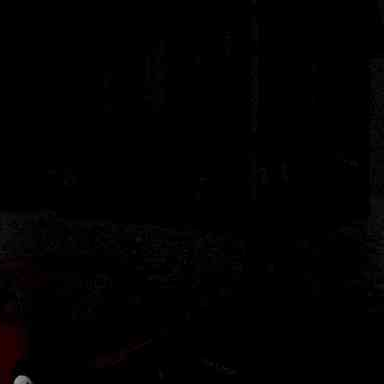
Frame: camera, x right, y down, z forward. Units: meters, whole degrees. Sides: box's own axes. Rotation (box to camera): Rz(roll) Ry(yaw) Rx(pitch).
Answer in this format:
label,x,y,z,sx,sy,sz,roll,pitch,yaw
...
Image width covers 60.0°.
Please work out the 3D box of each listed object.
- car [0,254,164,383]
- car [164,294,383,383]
label,x,y,z,sx,sy,sz,roll,pitch,yaw
car,-2.048,1.521,4.420,4.507,1.381,1.887,0,0,35
car,2.542,1.324,1.147,5.009,1.841,2.192,0,0,35
